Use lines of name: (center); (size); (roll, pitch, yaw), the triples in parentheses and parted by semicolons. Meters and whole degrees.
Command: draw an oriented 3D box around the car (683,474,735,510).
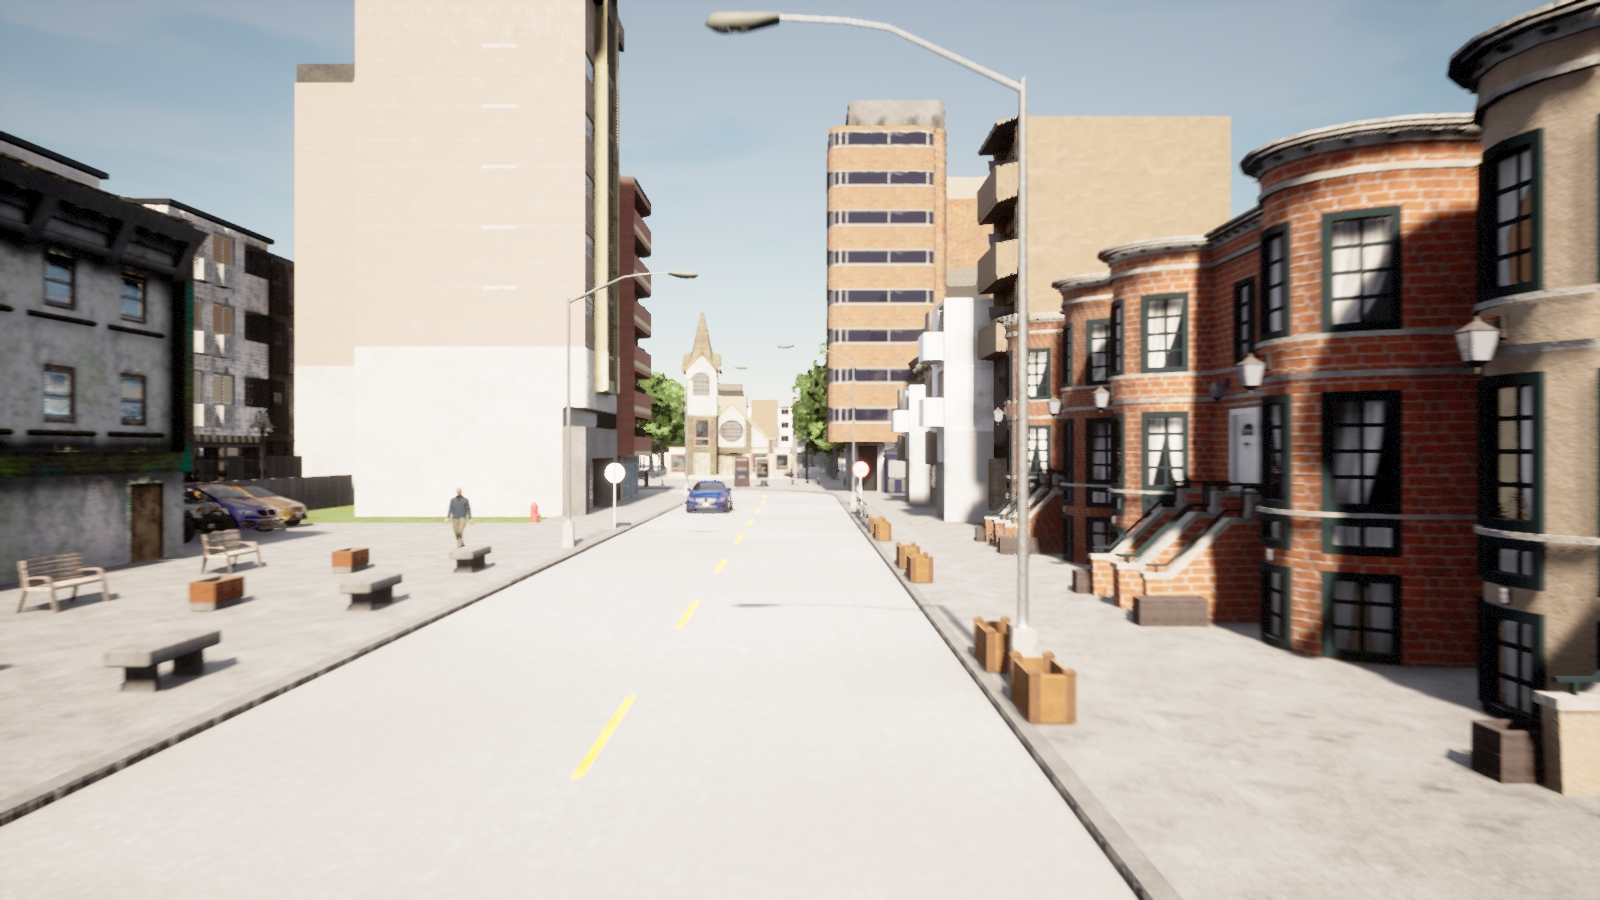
car: (-4.040, 1.861, 51.402); (2.002, 1.442, 4.674); (0, 0, 0)

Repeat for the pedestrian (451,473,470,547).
pedestrian: (-8.681, 1.526, 29.239); (0.375, 1.860, 0.375); (0, 0, -3)
